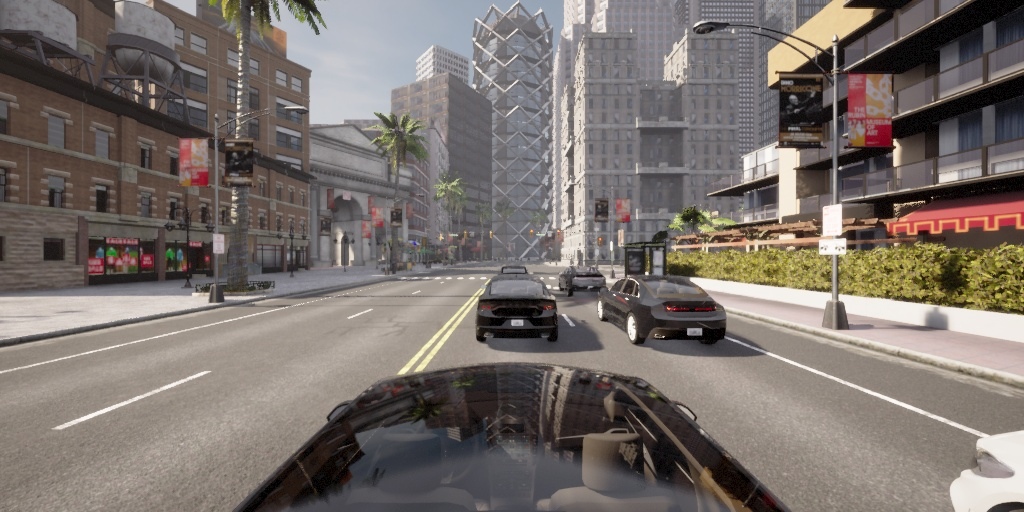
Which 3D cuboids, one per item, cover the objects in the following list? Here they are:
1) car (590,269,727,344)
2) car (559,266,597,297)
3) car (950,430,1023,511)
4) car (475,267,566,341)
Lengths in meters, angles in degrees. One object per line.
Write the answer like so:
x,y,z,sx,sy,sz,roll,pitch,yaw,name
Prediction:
3.609,1.255,9.523,1.837,1.490,4.892,0,0,0,car
3.602,1.241,18.929,2.128,1.511,4.902,0,0,0,car
3.662,1.276,0.218,1.812,1.442,4.674,0,0,-1,car
0.109,1.228,9.878,1.882,1.535,5.008,0,0,0,car
